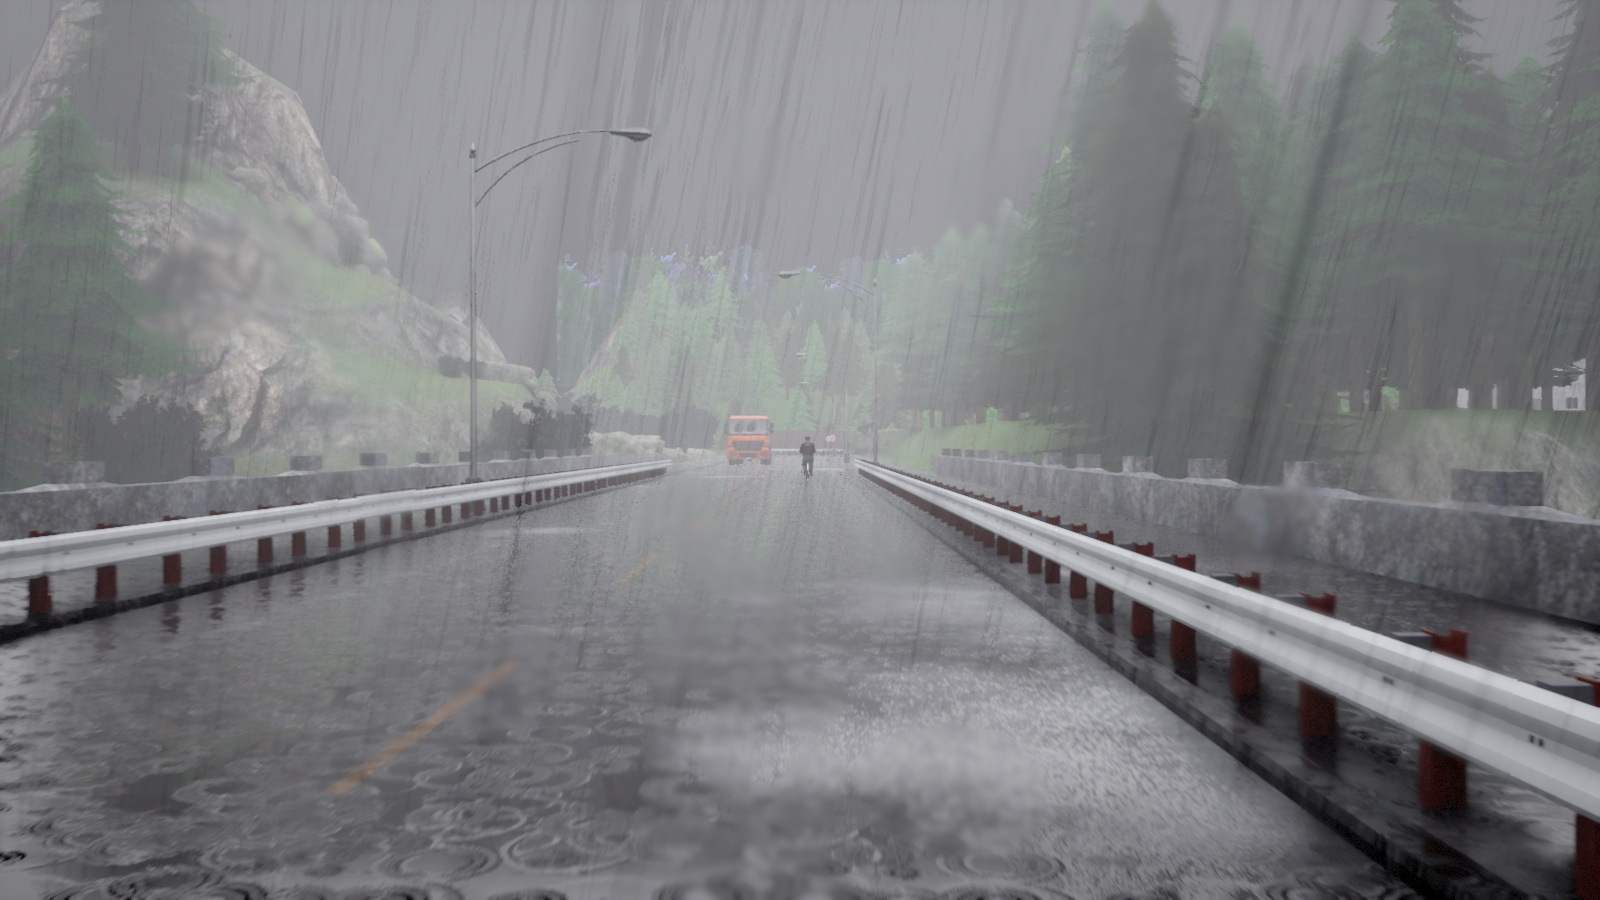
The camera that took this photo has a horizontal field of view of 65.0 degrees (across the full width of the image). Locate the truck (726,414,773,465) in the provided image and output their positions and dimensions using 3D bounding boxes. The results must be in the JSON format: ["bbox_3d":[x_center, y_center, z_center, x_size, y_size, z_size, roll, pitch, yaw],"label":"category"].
[{"bbox_3d":[-3.463,-0.735,88.180,2.891,3.462,7.936,0,0,0],"label":"truck"}]
